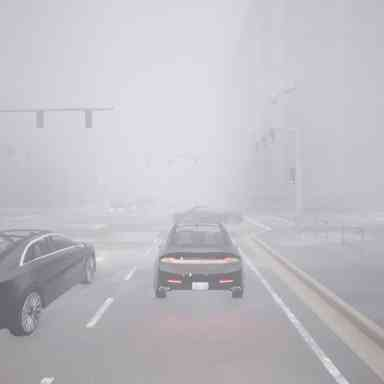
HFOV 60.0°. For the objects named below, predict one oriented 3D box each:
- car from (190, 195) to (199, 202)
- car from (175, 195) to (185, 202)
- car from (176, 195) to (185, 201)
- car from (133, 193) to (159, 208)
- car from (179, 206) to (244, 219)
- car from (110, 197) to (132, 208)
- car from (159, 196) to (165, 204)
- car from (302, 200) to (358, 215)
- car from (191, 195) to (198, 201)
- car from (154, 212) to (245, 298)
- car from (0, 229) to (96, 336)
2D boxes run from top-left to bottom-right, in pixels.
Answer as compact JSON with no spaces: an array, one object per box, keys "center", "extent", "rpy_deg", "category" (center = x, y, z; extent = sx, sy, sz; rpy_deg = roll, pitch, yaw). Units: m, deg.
[{"center":[0.568,1.593,76.374],"extent":[1.895,1.301,4.718],"rpy_deg":[0,0,0],"category":"car"},{"center":[-2.937,1.497,75.743],"extent":[1.837,1.490,4.892],"rpy_deg":[0,0,0],"category":"car"},{"center":[-2.864,1.523,85.445],"extent":[2.033,1.411,5.357],"rpy_deg":[0,0,0],"category":"car"},{"center":[-6.721,1.221,49.435],"extent":[2.150,2.045,5.566],"rpy_deg":[0,0,2],"category":"car"},{"center":[1.082,1.570,22.225],"extent":[4.718,1.301,1.895],"rpy_deg":[0,0,0],"category":"car"},{"center":[-10.249,1.564,47.117],"extent":[1.994,1.385,4.181],"rpy_deg":[0,0,0],"category":"car"},{"center":[-6.631,1.492,59.649],"extent":[2.128,1.511,4.902],"rpy_deg":[0,0,1],"category":"car"},{"center":[13.456,1.492,32.929],"extent":[5.357,1.411,2.033],"rpy_deg":[0,0,0],"category":"car"},{"center":[0.636,1.461,85.419],"extent":[1.882,1.535,5.008],"rpy_deg":[0,0,0],"category":"car"},{"center":[0.139,1.492,8.467],"extent":[2.128,1.511,4.902],"rpy_deg":[0,0,0],"category":"car"},{"center":[-3.396,1.492,6.649],"extent":[2.128,1.511,4.902],"rpy_deg":[0,0,1],"category":"car"}]
